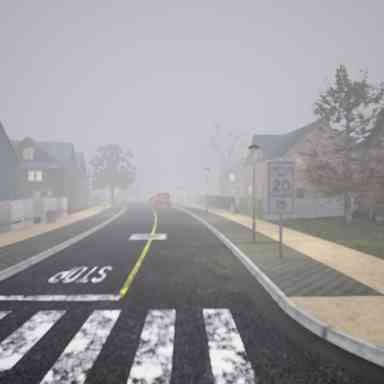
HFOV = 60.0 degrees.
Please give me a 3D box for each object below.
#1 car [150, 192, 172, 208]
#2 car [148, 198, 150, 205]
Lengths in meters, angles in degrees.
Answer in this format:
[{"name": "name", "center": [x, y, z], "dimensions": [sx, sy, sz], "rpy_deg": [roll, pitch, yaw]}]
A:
[{"name": "car", "center": [-4.003, 1.075, 44.203], "dimensions": [2.150, 2.045, 5.566], "rpy_deg": [0, 0, -10]}, {"name": "car", "center": [-6.094, 1.362, 54.552], "dimensions": [1.882, 1.535, 5.008], "rpy_deg": [0, 0, -14]}]
